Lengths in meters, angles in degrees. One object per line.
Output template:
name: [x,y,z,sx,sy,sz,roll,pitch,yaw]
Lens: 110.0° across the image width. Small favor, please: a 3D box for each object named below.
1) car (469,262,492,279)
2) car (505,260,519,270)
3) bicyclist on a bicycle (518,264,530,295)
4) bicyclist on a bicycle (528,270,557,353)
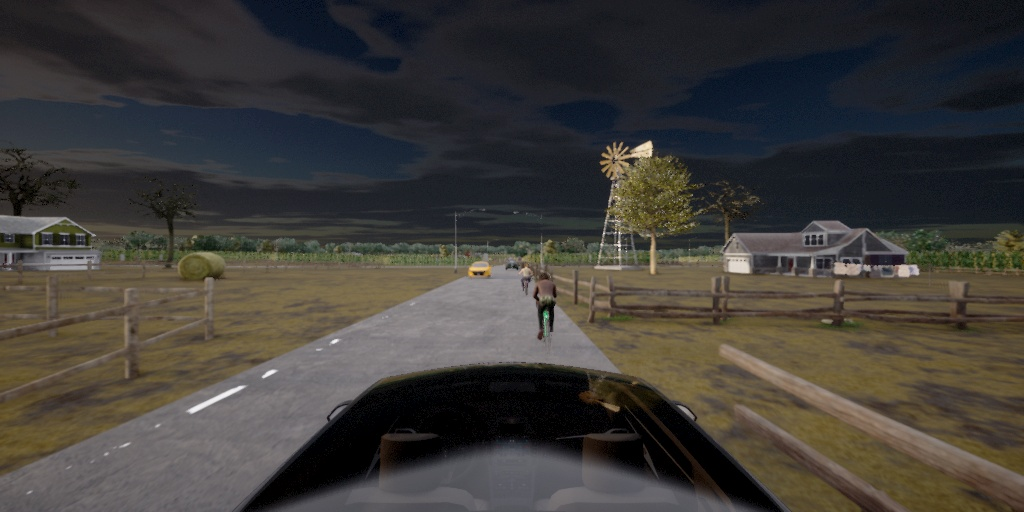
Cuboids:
car: [-2.914,1.292,33.569,1.882,1.535,5.008,0,0,0]
car: [-0.002,1.392,59.314,2.097,1.767,4.553,0,-1,-1]
bicyclist on a bicycle: [0.751,1.201,19.042,0.866,1.612,1.509,0,0,0]
bicyclist on a bicycle: [0.747,1.204,7.946,0.582,1.620,1.656,0,0,0]
